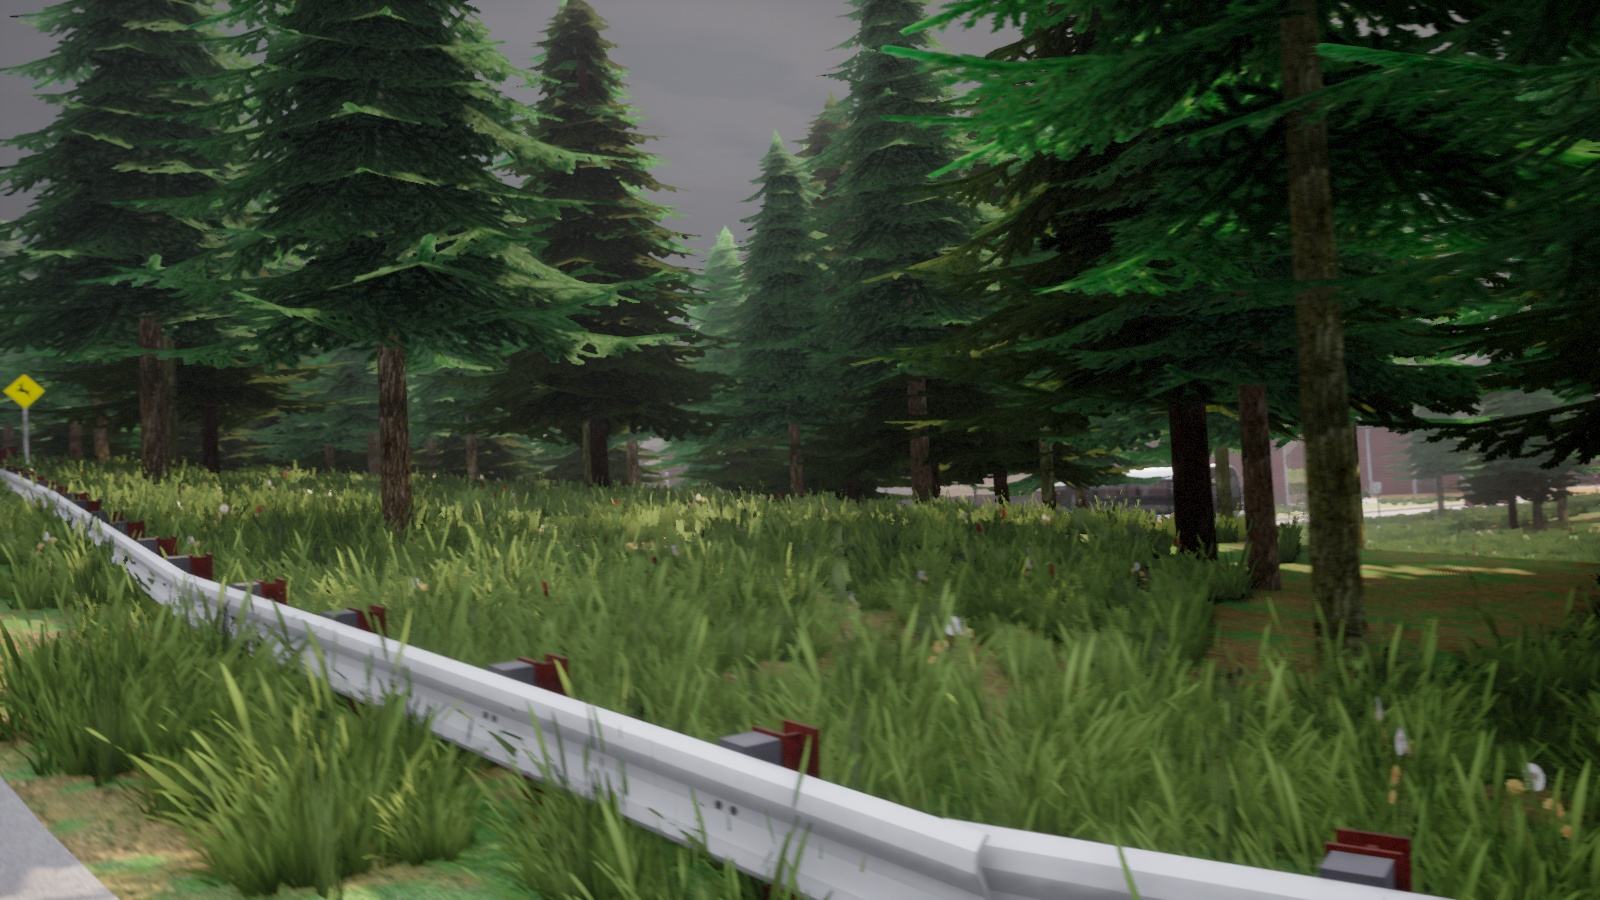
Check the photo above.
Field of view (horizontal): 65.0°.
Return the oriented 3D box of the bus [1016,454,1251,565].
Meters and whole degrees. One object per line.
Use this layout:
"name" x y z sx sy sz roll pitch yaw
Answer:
"bus" 14.529 2.747 55.964 3.944 4.253 10.273 -3 -3 -27
